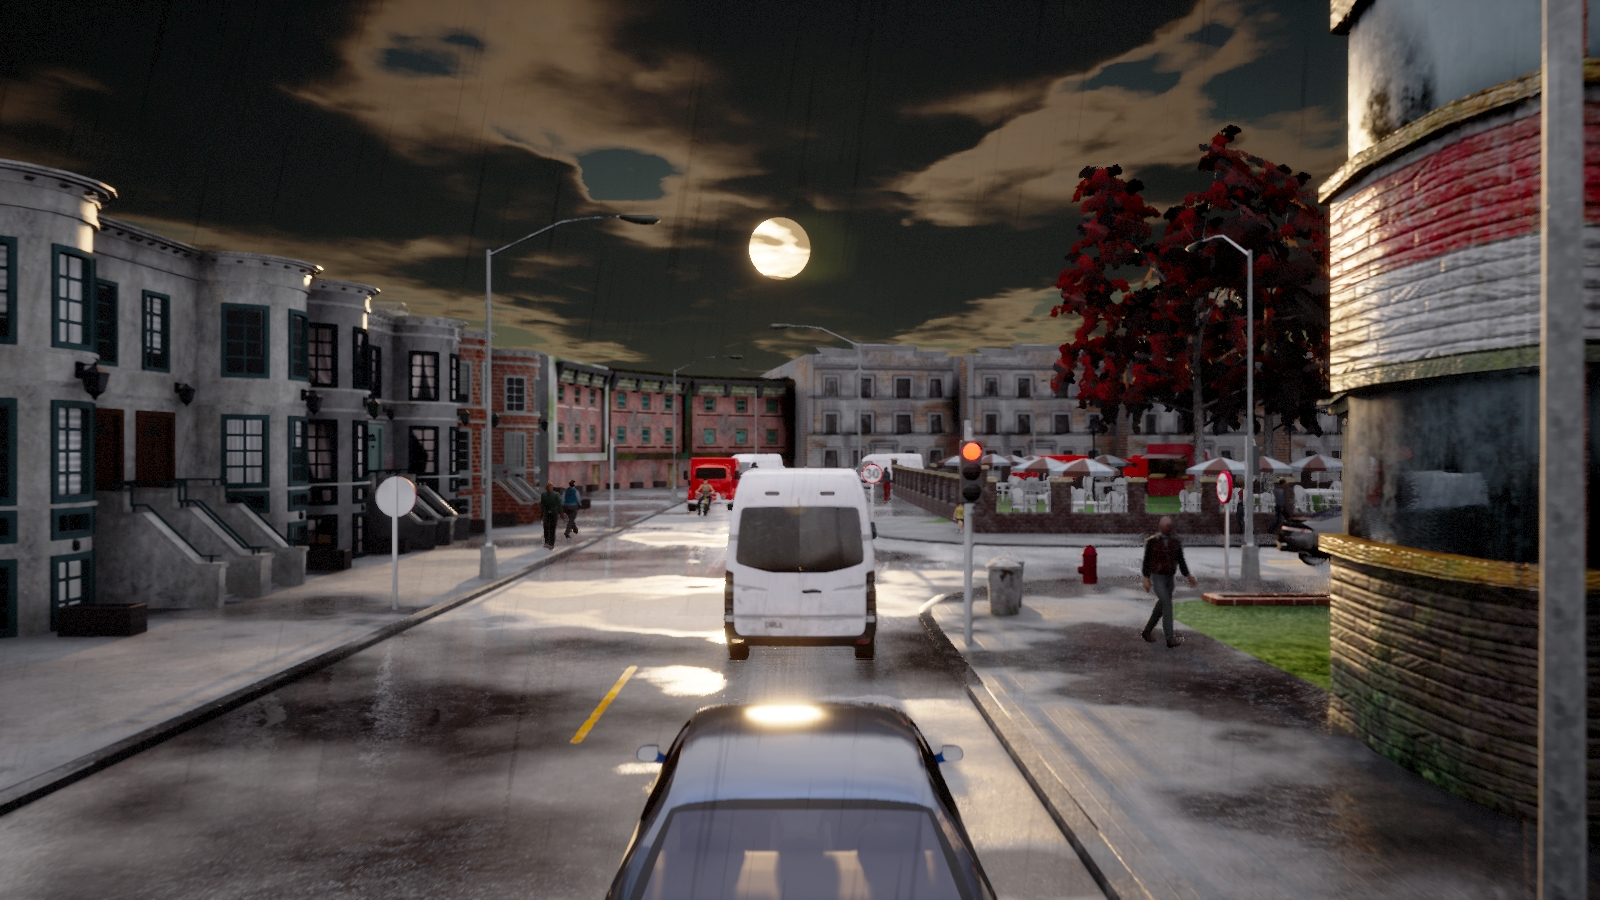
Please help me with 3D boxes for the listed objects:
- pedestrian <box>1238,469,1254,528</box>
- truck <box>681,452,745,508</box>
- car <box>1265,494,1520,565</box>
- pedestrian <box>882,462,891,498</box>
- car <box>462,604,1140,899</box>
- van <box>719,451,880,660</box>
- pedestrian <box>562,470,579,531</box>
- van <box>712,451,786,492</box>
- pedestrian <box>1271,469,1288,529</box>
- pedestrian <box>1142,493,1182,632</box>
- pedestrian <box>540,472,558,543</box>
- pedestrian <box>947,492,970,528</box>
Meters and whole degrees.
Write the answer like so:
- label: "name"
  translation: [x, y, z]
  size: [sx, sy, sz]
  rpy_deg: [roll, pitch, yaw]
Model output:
- label: "pedestrian"
  translation: [14.083, 1.518, 36.102]
  size: [0.375, 1.860, 0.375]
  rpy_deg: [0, 0, 2]
- label: "truck"
  translation: [-4.030, 1.351, 53.692]
  size: [2.627, 2.467, 5.204]
  rpy_deg: [0, 0, 0]
- label: "car"
  translation: [13.778, 1.829, 26.788]
  size: [4.902, 1.511, 2.128]
  rpy_deg: [0, 0, -1]
- label: "pedestrian"
  translation: [4.485, 1.529, 59.253]
  size: [0.375, 1.860, 0.375]
  rpy_deg: [0, 0, -10]
- label: "car"
  translation: [-0.001, 1.886, 6.106]
  size: [2.033, 1.411, 5.357]
  rpy_deg: [0, 0, 0]
- label: "van"
  translation: [0.052, 1.316, 17.131]
  size: [1.988, 2.561, 5.915]
  rpy_deg: [0, 0, 1]
- label: "pedestrian"
  translation: [-6.978, 1.527, 34.716]
  size: [0.375, 1.860, 0.375]
  rpy_deg: [0, 0, 12]
- label: "van"
  translation: [-3.215, 1.321, 73.137]
  size: [1.988, 2.561, 5.915]
  rpy_deg: [0, 0, 28]
- label: "pedestrian"
  translation: [14.882, 1.518, 35.445]
  size: [0.375, 1.860, 0.375]
  rpy_deg: [0, 0, 1]
- label: "pedestrian"
  translation: [4.950, 1.527, 15.644]
  size: [0.375, 1.860, 0.375]
  rpy_deg: [0, 0, -15]
- label: "pedestrian"
  translation: [-6.673, 1.528, 30.422]
  size: [0.375, 1.860, 0.375]
  rpy_deg: [0, 0, 4]
- label: "pedestrian"
  translation: [5.033, 1.898, 36.249]
  size: [0.500, 1.100, 0.500]
  rpy_deg: [0, 0, -32]
